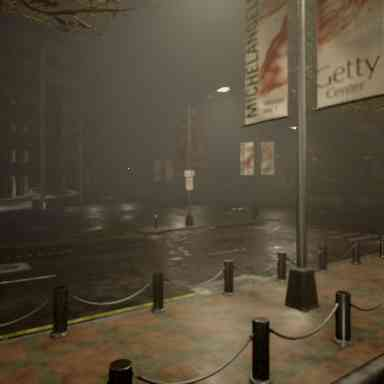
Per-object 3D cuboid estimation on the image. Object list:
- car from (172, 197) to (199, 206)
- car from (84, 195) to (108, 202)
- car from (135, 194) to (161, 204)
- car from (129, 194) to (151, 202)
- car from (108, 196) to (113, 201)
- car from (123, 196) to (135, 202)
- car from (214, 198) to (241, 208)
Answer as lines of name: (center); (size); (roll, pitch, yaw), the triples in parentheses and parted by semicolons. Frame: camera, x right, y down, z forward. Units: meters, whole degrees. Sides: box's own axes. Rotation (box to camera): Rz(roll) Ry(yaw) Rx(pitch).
car: (-1.176, 1.535, 55.857); (2.033, 1.411, 5.357); (0, 0, -38)
car: (-22.057, 1.463, 75.224); (4.674, 1.442, 1.812); (0, 0, 12)
car: (-8.129, 1.465, 63.727); (5.008, 1.535, 1.882); (0, 0, 41)
car: (-11.703, 1.341, 74.883); (4.553, 1.767, 2.097); (0, 0, 26)
car: (-21.097, 1.452, 78.589); (4.674, 1.442, 1.812); (0, 0, 12)
car: (-12.521, 1.512, 71.370); (4.902, 1.511, 2.128); (0, 0, 30)
car: (4.972, 1.551, 47.393); (1.994, 1.385, 4.181); (0, 0, -35)
